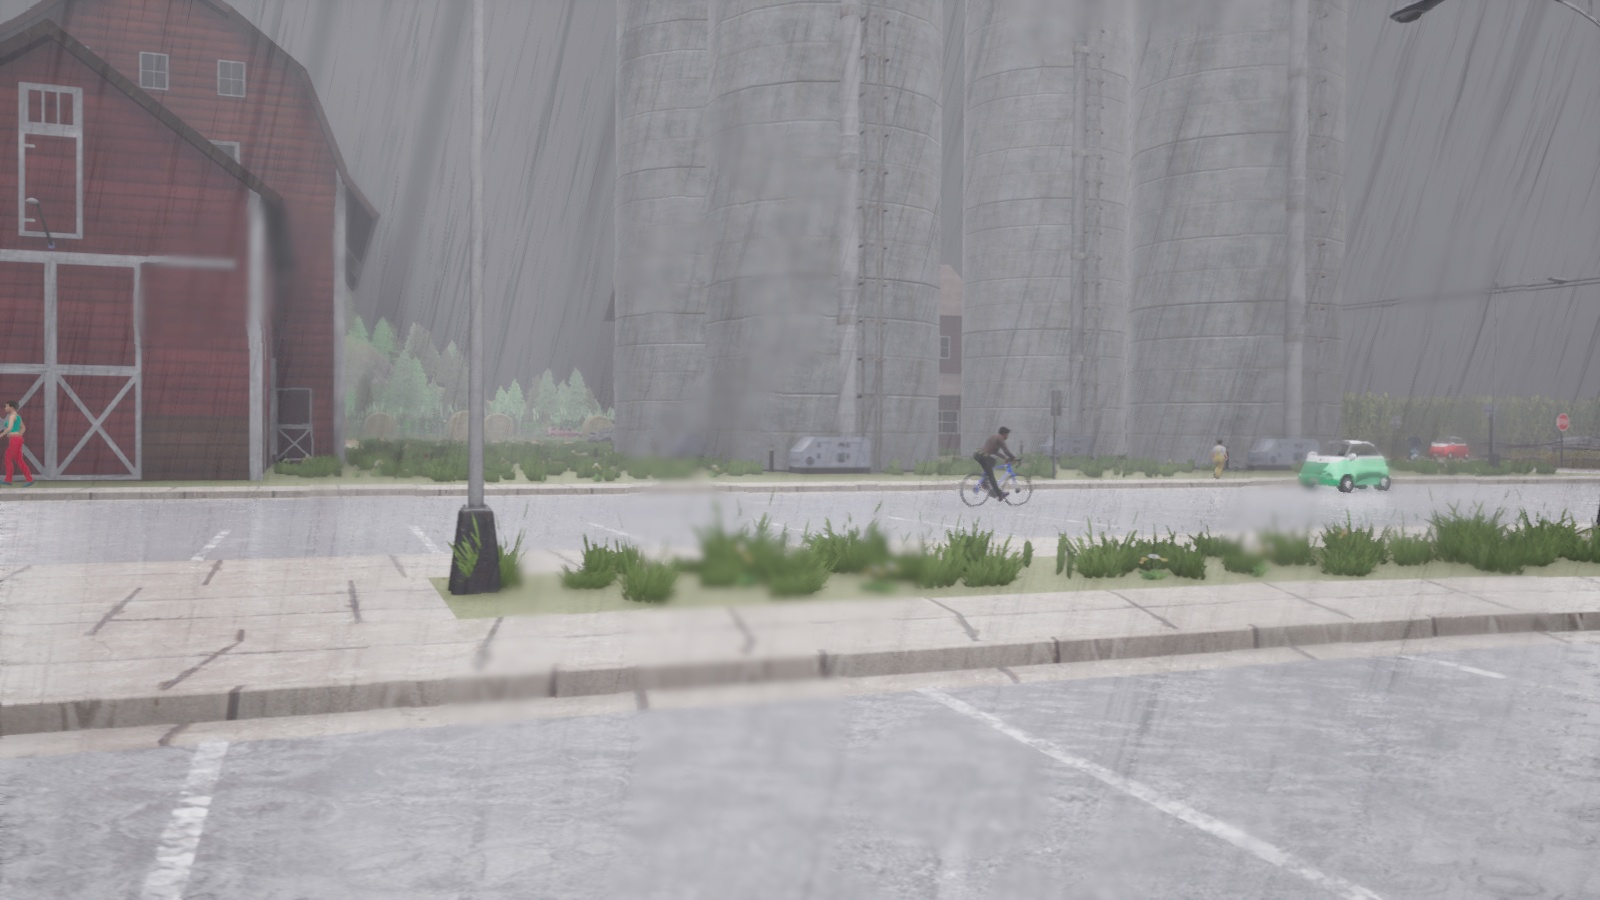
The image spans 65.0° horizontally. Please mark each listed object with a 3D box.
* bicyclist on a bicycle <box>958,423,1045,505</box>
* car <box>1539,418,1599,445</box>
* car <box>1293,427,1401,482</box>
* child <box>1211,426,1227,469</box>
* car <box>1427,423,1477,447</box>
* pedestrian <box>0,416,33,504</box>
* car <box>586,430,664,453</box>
[{"bbox_3d":[4.045,0.266,25.246,1.656,1.620,0.582,-1,1,-22],"label":"bicyclist on a bicycle"},{"bbox_3d":[45.460,-1.074,72.559,4.902,1.511,2.128,-1,1,-21],"label":"car"},{"bbox_3d":[14.421,0.100,33.108,2.207,1.376,1.481,-1,1,-22],"label":"car"},{"bbox_3d":[12.463,-0.067,37.350,0.437,1.263,0.270,-2,1,-45],"label":"child"},{"bbox_3d":[37.941,-0.885,73.054,2.207,1.376,1.481,-1,1,-21],"label":"car"},{"bbox_3d":[-16.665,0.208,26.633,0.594,1.836,0.345,-1,1,-20],"label":"pedestrian"},{"bbox_3d":[-12.050,-0.598,86.532,4.902,1.511,2.128,-1,1,-22],"label":"car"}]
